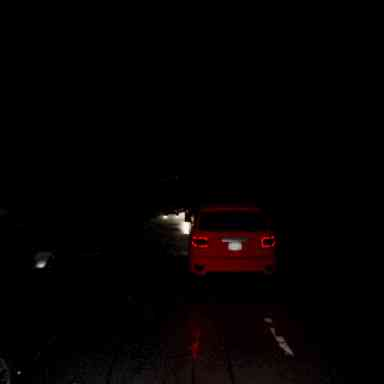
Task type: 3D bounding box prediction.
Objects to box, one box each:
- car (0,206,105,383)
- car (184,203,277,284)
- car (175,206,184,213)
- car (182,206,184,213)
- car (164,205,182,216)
[{"bbox_3d":[-2.852,1.269,4.717,2.150,2.045,5.566,0,-1,0],"label":"car"},{"bbox_3d":[0.960,1.345,10.094,2.150,2.045,5.566,0,-1,0],"label":"car"},{"bbox_3d":[-2.767,3.918,76.104,1.882,1.535,5.008,0,-3,0],"label":"car"},{"bbox_3d":[0.059,2.418,39.990,1.812,1.442,4.674,0,-2,-2],"label":"car"},{"bbox_3d":[-2.855,2.633,47.289,1.882,1.535,5.008,0,-2,0],"label":"car"}]
